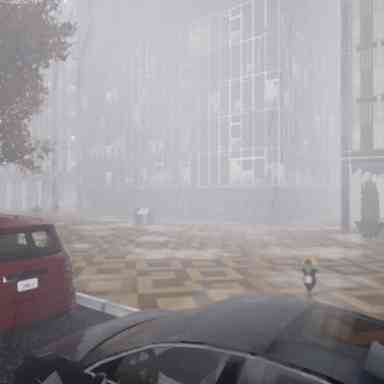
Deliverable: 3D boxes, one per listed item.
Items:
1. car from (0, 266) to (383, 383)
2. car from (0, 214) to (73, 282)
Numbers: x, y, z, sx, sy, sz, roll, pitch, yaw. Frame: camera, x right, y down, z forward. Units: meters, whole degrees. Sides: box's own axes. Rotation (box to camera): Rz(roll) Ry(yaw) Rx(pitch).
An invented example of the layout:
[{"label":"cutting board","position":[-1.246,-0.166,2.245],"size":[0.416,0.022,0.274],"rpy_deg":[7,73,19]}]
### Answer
[{"label":"car","position":[0.373,1.566,2.609],"size":[4.313,1.339,1.947],"rpy_deg":[0,0,35]},{"label":"car","position":[-4.129,1.316,5.809],"size":[5.009,1.841,2.192],"rpy_deg":[0,0,35]}]
